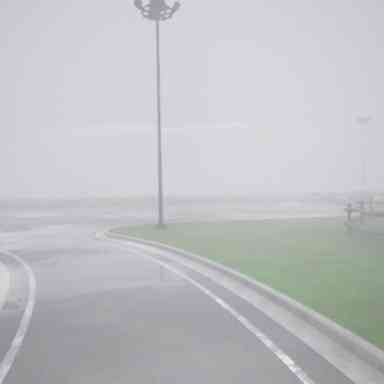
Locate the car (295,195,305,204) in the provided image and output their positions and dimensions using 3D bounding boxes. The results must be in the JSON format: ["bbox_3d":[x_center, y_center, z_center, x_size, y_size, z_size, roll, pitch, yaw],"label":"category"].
[{"bbox_3d":[15.355,0.737,41.773,4.892,1.490,1.837,-1,1,-13],"label":"car"}]

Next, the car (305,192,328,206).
[{"bbox_3d":[16.086,0.741,38.351,5.008,1.535,1.882,-1,1,-13],"label":"car"}]

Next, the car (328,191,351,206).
[{"bbox_3d":[17.217,0.637,35.022,4.553,1.767,2.097,-1,1,-13],"label":"car"}]

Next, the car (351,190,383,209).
[{"bbox_3d":[18.055,0.665,31.627,4.553,1.767,2.097,-1,1,-14],"label":"car"}]
